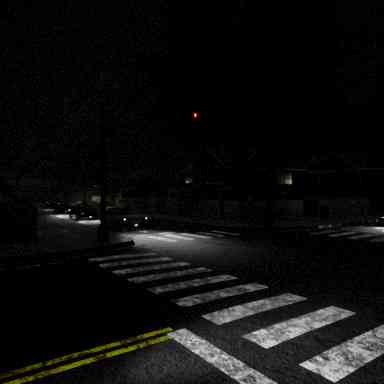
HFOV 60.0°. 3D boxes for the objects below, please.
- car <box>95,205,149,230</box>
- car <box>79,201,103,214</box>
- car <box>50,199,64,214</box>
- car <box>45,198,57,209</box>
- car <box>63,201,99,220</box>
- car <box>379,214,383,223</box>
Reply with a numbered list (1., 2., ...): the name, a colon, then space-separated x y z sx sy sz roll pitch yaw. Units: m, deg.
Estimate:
1. car: -4.706 1.769 22.592 1.895 1.301 4.718 0 0 -34
2. car: -12.439 1.822 40.715 1.812 1.442 4.674 0 0 -29
3. car: -15.514 1.911 40.138 1.895 1.301 4.718 0 0 -28
4. car: -22.494 1.769 53.731 2.097 1.767 4.553 0 0 -25
5. car: -10.148 1.785 30.978 2.033 1.411 5.357 0 0 -32
6. car: 14.570 1.511 22.078 5.357 1.411 2.033 0 0 -36
